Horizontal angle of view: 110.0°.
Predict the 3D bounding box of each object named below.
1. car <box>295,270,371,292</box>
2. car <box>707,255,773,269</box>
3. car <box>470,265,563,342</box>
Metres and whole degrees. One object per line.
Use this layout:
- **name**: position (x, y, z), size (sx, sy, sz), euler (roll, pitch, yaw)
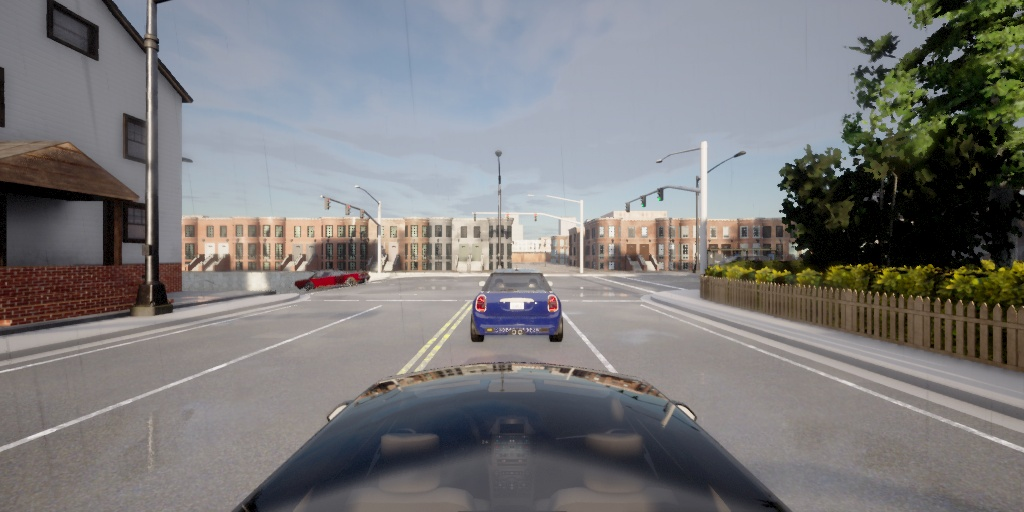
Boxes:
- **car**: position (-12.790, 1.663, 25.841), size (4.718, 1.301, 1.895), euler (-7, 0, 0)
- **car**: position (18.735, 0.971, 29.643), size (5.566, 2.045, 2.150), euler (0, 0, 0)
- **car**: position (0.109, 1.102, 9.928), size (2.097, 1.767, 4.553), euler (0, 0, 0)
